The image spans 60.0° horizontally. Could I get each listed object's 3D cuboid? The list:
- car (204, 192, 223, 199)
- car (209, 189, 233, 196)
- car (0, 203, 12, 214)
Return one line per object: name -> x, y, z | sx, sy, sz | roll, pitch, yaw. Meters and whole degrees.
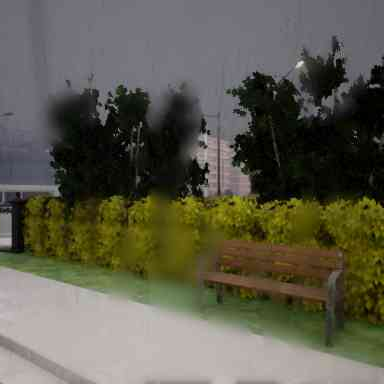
car -> 4.745, 0.714, 72.265 | 1.812, 1.442, 4.674 | 0, 1, 35
car -> 6.391, 0.428, 68.517 | 2.150, 2.045, 5.566 | 0, 2, 35
car -> -17.731, 1.526, 34.251 | 1.994, 1.385, 4.181 | 0, 1, 35
